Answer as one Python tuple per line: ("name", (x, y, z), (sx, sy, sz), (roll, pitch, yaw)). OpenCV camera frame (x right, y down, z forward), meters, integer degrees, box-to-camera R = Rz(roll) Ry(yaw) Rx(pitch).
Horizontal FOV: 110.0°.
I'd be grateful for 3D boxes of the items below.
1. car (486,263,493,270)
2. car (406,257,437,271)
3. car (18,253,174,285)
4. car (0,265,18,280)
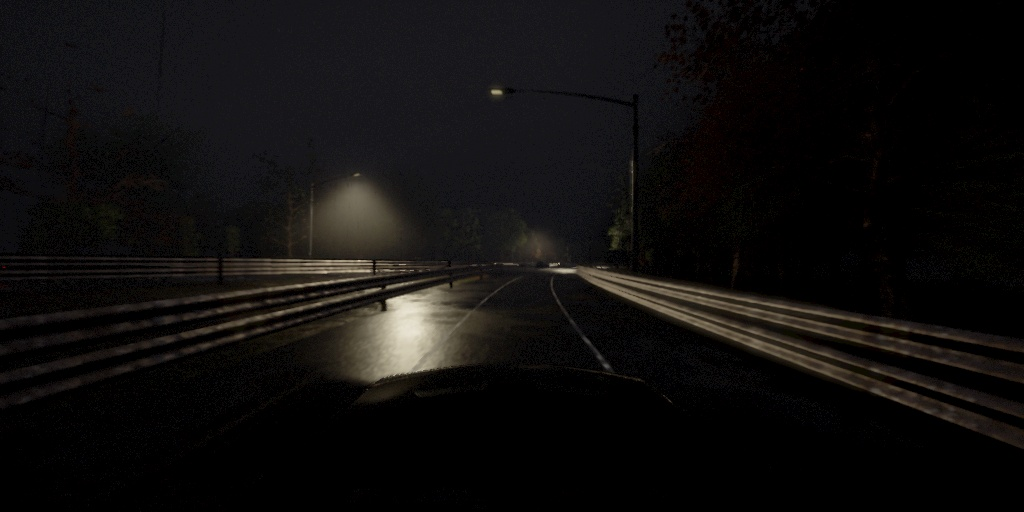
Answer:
("car", (-4.491, 1.634, 63.282), (2.128, 1.511, 4.902), (0, -1, 23))
("car", (-11.677, 1.091, 46.714), (2.097, 1.767, 4.553), (0, -1, 24))
("car", (-20.414, 0.603, 18.152), (2.128, 1.511, 4.902), (0, -1, 24))
("car", (-23.587, 0.698, 19.608), (1.895, 1.301, 4.718), (0, -1, 24))
